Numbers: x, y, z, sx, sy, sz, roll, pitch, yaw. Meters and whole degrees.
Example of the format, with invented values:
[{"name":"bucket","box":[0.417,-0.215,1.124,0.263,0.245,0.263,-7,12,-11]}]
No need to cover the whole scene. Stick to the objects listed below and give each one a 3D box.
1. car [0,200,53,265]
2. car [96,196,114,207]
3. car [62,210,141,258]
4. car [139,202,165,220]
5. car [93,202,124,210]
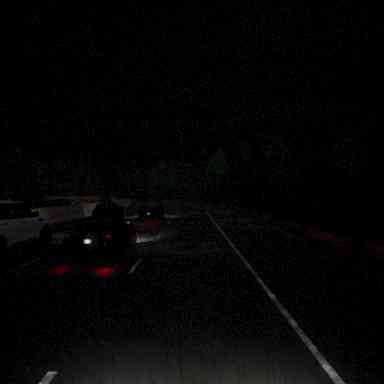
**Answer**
[{"name":"car","box":[-6.972,1.274,11.717,2.150,2.045,5.566,0,0,0]},{"name":"car","box":[-14.670,1.594,56.333,2.097,1.767,4.553,0,0,-5]},{"name":"car","box":[-3.456,1.622,13.069,1.994,1.385,4.181,0,0,1]},{"name":"car","box":[-3.451,1.603,29.093,1.882,1.535,5.008,0,0,0]},{"name":"car","box":[-6.960,1.626,27.934,1.837,1.490,4.892,0,0,1]}]
